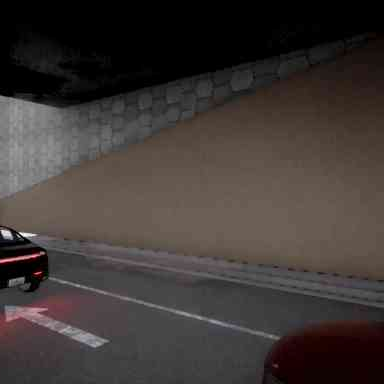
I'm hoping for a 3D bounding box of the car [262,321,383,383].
[{"bbox_3d":[2.702,1.526,1.957,4.674,1.442,1.812,0,0,36],"label":"car"}]

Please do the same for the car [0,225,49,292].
[{"bbox_3d":[-5.305,1.492,7.728,4.902,1.511,2.128,0,0,35],"label":"car"}]
